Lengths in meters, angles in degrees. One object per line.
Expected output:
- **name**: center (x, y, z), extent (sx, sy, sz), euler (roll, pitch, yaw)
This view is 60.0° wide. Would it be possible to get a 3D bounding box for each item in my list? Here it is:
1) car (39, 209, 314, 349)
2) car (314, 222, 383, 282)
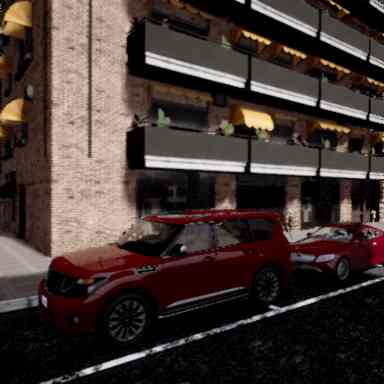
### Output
- **car**: center (-0.157, 1.314, 6.447), extent (5.009, 1.841, 2.192), euler (0, 0, -36)
- **car**: center (4.429, 1.577, 9.724), extent (4.206, 1.307, 1.802), euler (0, 0, -36)
